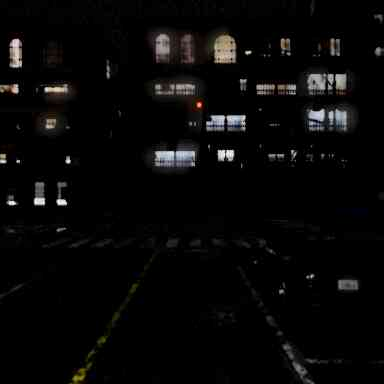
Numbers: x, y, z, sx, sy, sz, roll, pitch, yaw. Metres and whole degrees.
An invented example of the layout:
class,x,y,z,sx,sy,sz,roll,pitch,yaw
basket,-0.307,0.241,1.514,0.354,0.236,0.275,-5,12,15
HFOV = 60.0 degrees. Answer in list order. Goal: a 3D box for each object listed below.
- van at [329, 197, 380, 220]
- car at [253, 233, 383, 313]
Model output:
class,x,y,z,sx,sy,sz,roll,pitch,yaw
van,13.114,1.307,27.131,3.998,1.788,1.690,0,0,0
car,2.582,1.570,7.569,1.947,1.339,4.313,1,0,0
